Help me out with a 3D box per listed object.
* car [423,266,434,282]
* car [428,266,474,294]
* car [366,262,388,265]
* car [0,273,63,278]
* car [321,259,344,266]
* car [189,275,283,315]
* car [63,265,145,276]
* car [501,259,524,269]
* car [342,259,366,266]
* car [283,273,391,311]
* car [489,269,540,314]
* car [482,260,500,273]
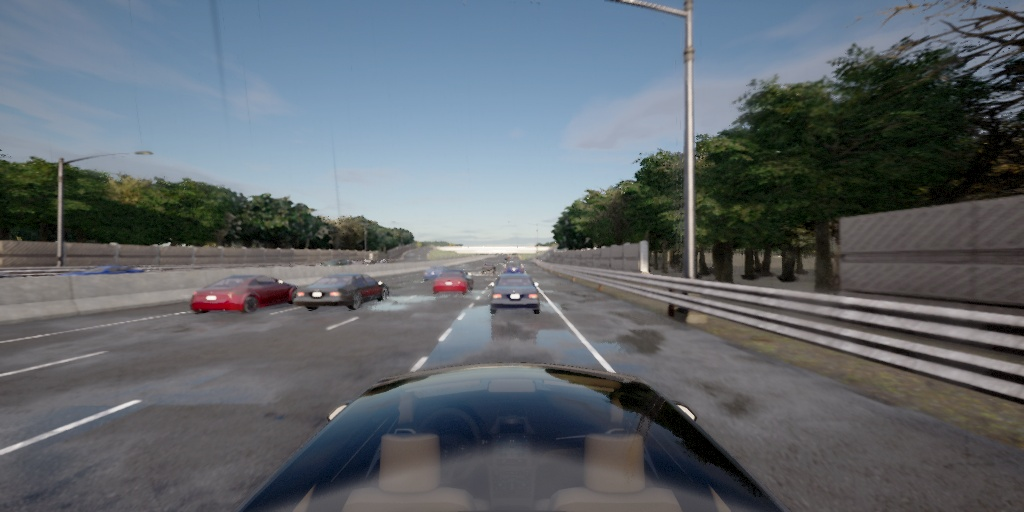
[{"bbox_3d":[-6.819,1.595,33.452,2.033,1.411,5.357,0,-1,0],"label":"car"},{"bbox_3d":[-3.472,1.502,21.765,1.994,1.385,4.181,0,-1,0],"label":"car"},{"bbox_3d":[-20.777,1.741,56.586,1.837,1.490,4.892,0,0,1],"label":"car"},{"bbox_3d":[-21.089,1.365,13.427,2.128,1.511,4.902,0,-1,0],"label":"car"},{"bbox_3d":[-27.765,1.464,56.384,2.150,2.045,5.566,0,0,1],"label":"car"},{"bbox_3d":[-10.389,1.439,14.407,1.994,1.385,4.181,0,-1,0],"label":"car"},{"bbox_3d":[-31.541,1.490,27.834,1.882,1.535,5.008,0,0,0],"label":"car"},{"bbox_3d":[0.210,1.435,37.872,2.097,1.767,4.553,0,-1,0],"label":"car"},{"bbox_3d":[-24.272,1.717,56.542,1.882,1.535,5.008,0,0,1],"label":"car"},{"bbox_3d":[-6.883,1.427,15.182,2.033,1.411,5.357,0,-1,0],"label":"car"},{"bbox_3d":[0.109,1.416,14.447,2.033,1.411,5.357,0,-1,0],"label":"car"},{"bbox_3d":[-3.276,1.701,52.324,2.128,1.511,4.902,0,0,1],"label":"car"}]
